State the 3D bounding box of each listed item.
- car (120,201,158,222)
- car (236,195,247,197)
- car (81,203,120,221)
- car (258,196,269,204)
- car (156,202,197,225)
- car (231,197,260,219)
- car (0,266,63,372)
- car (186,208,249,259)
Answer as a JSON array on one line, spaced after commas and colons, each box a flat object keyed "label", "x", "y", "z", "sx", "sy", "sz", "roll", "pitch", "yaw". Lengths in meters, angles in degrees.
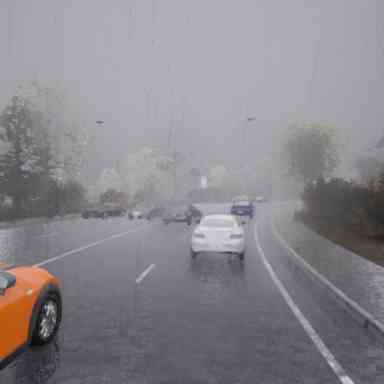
[{"label": "car", "x": -3.564, "y": 1.494, "z": 27.033, "sx": 2.128, "sy": 1.511, "sz": 4.902, "roll": 0, "pitch": 0, "yaw": 14}, {"label": "car", "x": 9.565, "y": 1.422, "z": 65.807, "sx": 2.097, "sy": 1.767, "sz": 4.553, "roll": 0, "pitch": 0, "yaw": 33}, {"label": "car", "x": -7.122, "y": 1.588, "z": 27.322, "sx": 1.895, "sy": 1.301, "sz": 4.718, "roll": 0, "pitch": 0, "yaw": 14}, {"label": "car", "x": 13.529, "y": 1.572, "z": 65.420, "sx": 1.882, "sy": 1.535, "sz": 5.008, "roll": 0, "pitch": 0, "yaw": 33}, {"label": "car", "x": -0.578, "y": 1.563, "z": 23.837, "sx": 2.033, "sy": 1.411, "sz": 5.357, "roll": 0, "pitch": 0, "yaw": 13}, {"label": "car", "x": 4.753, "y": 1.522, "z": 30.300, "sx": 1.882, "sy": 1.535, "sz": 5.008, "roll": 0, "pitch": 0, "yaw": 16}, {"label": "car", "x": -3.180, "y": 1.344, "z": 3.513, "sx": 2.097, "sy": 1.767, "sz": 4.553, "roll": 0, "pitch": 0, "yaw": 2}, {"label": "car", "x": 1.058, "y": 1.540, "z": 12.631, "sx": 1.812, "sy": 1.442, "sz": 4.674, "roll": 0, "pitch": 0, "yaw": 7}]
